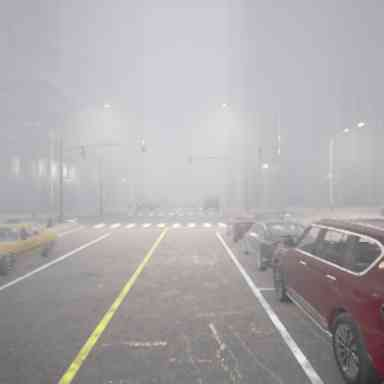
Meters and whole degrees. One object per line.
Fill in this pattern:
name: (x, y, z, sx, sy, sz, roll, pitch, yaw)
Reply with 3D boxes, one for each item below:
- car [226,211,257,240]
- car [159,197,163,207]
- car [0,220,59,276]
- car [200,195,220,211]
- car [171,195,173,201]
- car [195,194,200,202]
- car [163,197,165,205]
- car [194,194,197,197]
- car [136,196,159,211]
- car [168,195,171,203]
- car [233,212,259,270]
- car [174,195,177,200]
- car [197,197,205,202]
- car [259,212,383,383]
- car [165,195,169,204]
car: (2.674, 1.579, 16.292, 1.887, 1.381, 4.507, -1, 0, 0)
car: (-6.020, 1.512, 48.943, 2.192, 1.841, 5.009, -1, 0, 0)
car: (-5.823, 1.588, 10.565, 1.752, 1.417, 4.829, -1, 0, 0)
car: (2.533, 1.444, 43.333, 2.192, 1.841, 5.009, -1, 0, 0)
car: (-6.162, 1.874, 77.157, 1.887, 1.381, 4.507, -1, 0, 0)
car: (2.334, 1.858, 82.838, 1.887, 1.381, 4.507, -1, 0, 0)
car: (-6.046, 1.786, 54.584, 1.947, 1.339, 4.313, -1, 0, 0)
car: (2.277, 1.938, 94.127, 1.947, 1.339, 4.313, -1, 0, 0)
car: (-5.991, 1.490, 43.299, 2.192, 1.841, 5.009, -1, 0, 0)
car: (-6.133, 1.824, 71.344, 1.752, 1.417, 4.829, -1, 0, 0)
car: (2.704, 1.568, 10.767, 2.008, 1.369, 4.403, -1, 0, 0)
car: (-6.251, 1.733, 94.090, 2.192, 1.841, 5.009, -1, 0, 0)
car: (2.306, 1.909, 88.483, 1.947, 1.339, 4.313, -1, 0, 0)
car: (2.731, 1.316, 5.242, 2.192, 1.841, 5.009, -1, 0, 0)
car: (-6.104, 1.838, 65.871, 1.947, 1.339, 4.313, -1, 0, 0)
